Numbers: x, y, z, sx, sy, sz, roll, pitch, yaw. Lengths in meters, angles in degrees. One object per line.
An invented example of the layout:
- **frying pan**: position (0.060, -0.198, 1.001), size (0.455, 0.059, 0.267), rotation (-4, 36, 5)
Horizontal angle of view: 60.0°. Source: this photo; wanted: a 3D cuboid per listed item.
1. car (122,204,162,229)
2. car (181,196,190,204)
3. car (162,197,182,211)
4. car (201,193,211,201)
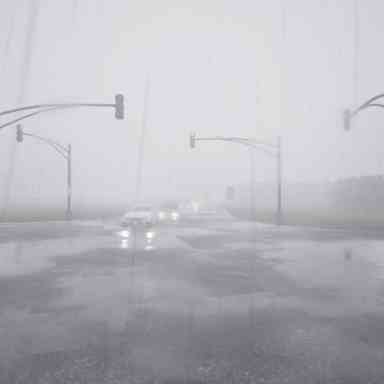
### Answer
- **car**: position (-3.298, 1.527, 22.024), size (1.812, 1.442, 4.674), rotation (0, 0, 1)
- **car**: position (-1.383, 1.476, 62.923), size (2.128, 1.511, 4.902), rotation (0, 0, 4)
- **car**: position (-2.663, 1.598, 40.739), size (1.895, 1.301, 4.718), rotation (0, 0, 3)
- **car**: position (3.411, 1.191, 79.138), size (2.150, 2.045, 5.566), rotation (0, 0, 5)
